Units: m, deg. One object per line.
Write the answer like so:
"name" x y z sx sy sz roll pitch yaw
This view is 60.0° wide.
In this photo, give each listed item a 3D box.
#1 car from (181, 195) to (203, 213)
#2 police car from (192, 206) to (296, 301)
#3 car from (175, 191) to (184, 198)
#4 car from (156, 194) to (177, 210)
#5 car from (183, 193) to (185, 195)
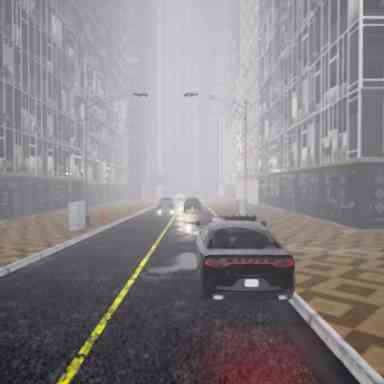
"car" 0.058 1.333 34.787 1.837 1.490 4.892 0 0 0
"police car" 1.048 1.381 8.419 1.930 1.638 5.238 0 0 0
"car" -3.023 0.867 82.001 2.150 2.045 5.566 0 0 0
"car" -3.109 1.330 40.358 1.812 1.442 4.674 0 0 0
"car" 0.015 1.255 46.585 1.882 1.535 5.008 0 0 0
